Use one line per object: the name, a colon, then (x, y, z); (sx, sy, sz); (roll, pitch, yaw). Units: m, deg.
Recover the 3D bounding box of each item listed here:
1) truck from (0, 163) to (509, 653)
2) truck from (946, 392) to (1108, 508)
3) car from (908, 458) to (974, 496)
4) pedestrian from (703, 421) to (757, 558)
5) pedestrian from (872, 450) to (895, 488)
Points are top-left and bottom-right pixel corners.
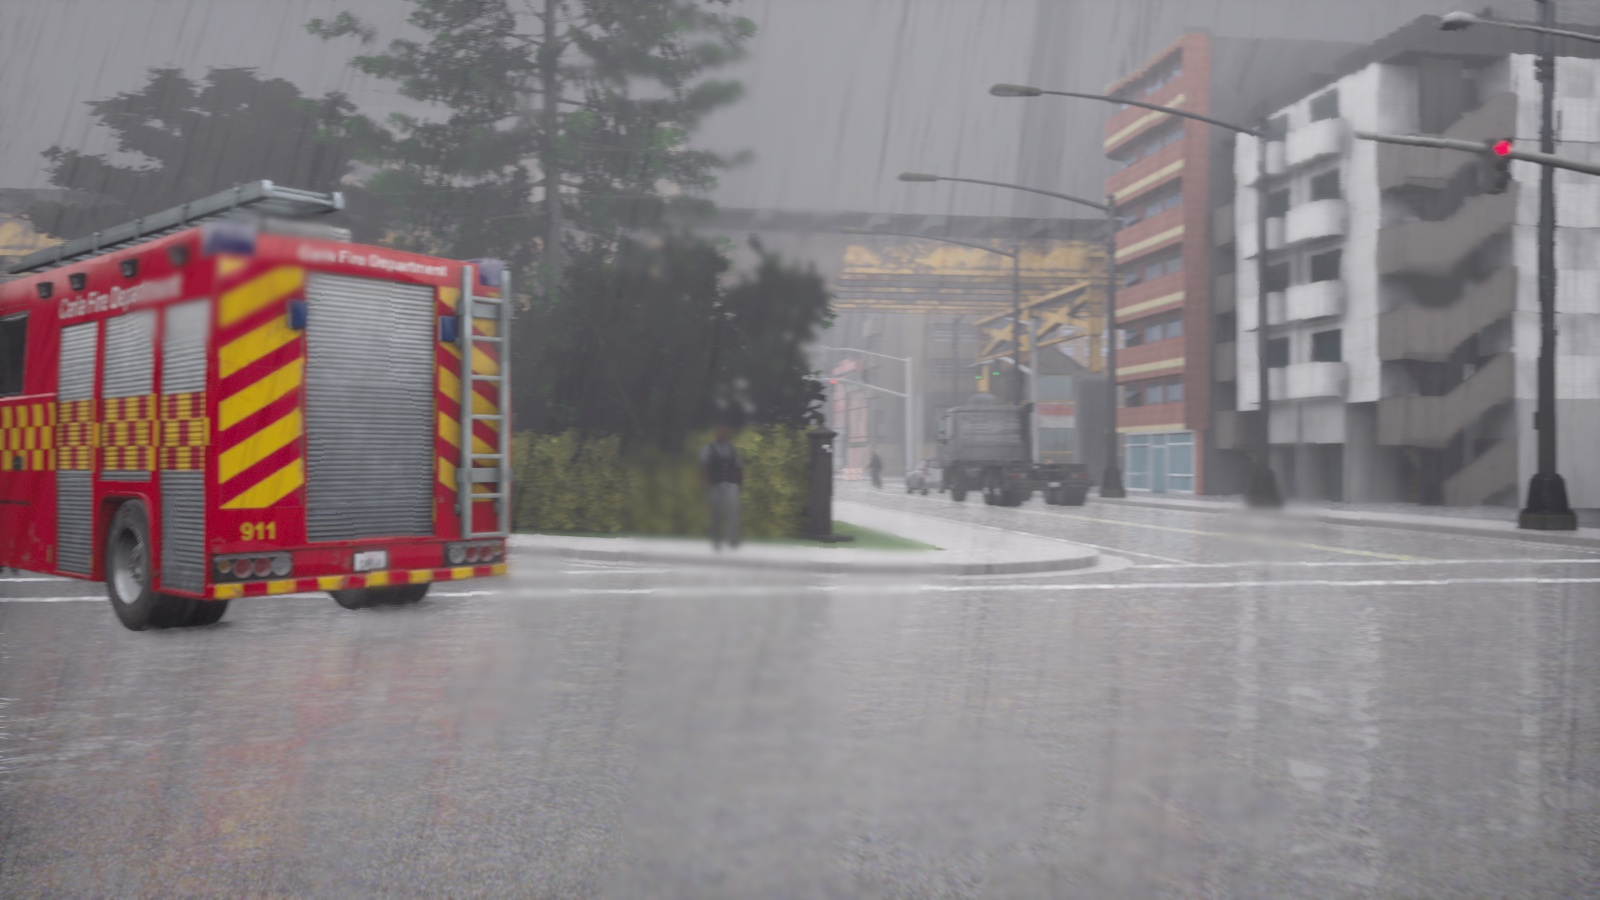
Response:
truck: (-6.900, -0.278, 13.695); (8.468, 3.827, 2.891); (-1, -1, 42)
truck: (7.309, 0.021, 41.822); (2.891, 3.462, 7.936); (0, 0, -8)
car: (5.801, 1.103, 52.050); (1.845, 1.501, 3.633); (0, 0, -8)
pedestrian: (-0.991, 0.542, 17.752); (0.563, 1.883, 0.849); (0, 0, -17)
pedestrian: (4.043, 0.928, 60.786); (0.899, 1.844, 0.634); (0, 0, -26)
